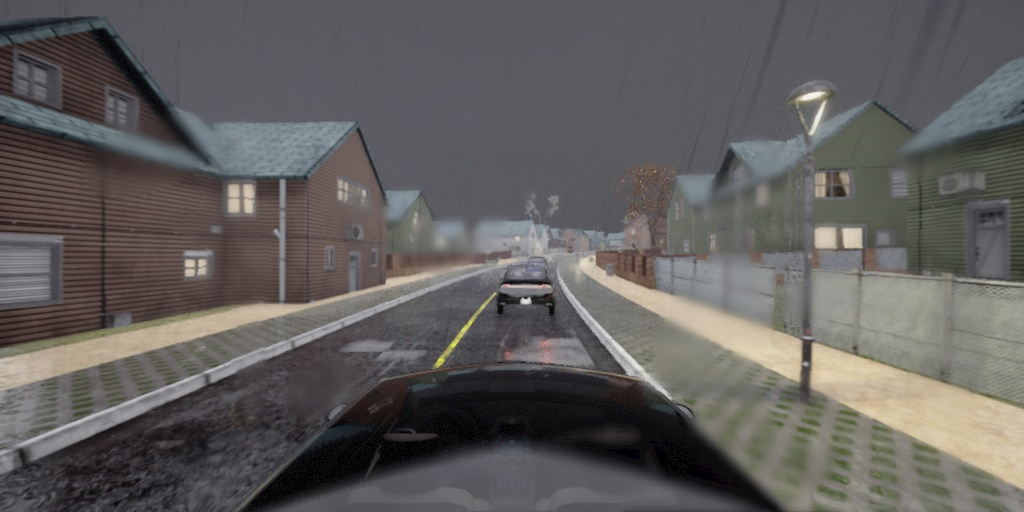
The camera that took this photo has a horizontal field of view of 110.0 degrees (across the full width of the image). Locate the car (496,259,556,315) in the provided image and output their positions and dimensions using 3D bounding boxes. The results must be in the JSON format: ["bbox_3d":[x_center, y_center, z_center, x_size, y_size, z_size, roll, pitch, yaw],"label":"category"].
[{"bbox_3d":[0.522,1.043,12.626,2.128,1.511,4.902,0,1,3],"label":"car"}]

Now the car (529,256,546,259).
[{"bbox_3d":[2.100,0.735,29.872,2.033,1.411,5.357,0,1,7],"label":"car"}]
